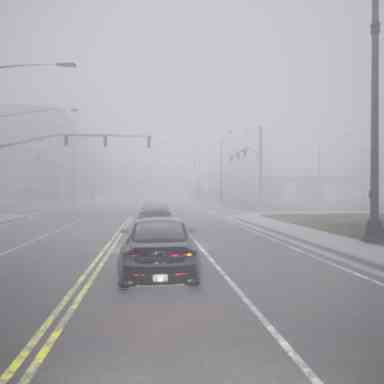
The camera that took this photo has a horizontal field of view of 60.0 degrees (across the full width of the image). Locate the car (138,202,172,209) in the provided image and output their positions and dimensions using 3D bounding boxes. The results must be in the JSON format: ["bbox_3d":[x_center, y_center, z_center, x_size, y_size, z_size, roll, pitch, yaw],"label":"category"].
[{"bbox_3d":[-2.203,1.329,19.799,1.882,1.535,5.008,0,0,-7],"label":"car"}]

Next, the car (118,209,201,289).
[{"bbox_3d":[-0.899,1.437,9.004,1.837,1.490,4.892,0,1,-6],"label":"car"}]
